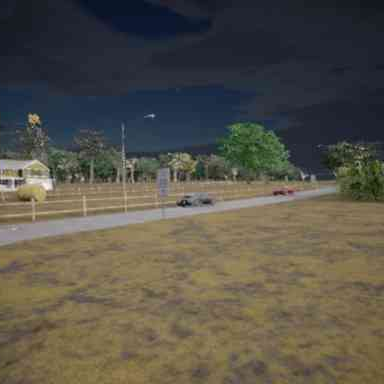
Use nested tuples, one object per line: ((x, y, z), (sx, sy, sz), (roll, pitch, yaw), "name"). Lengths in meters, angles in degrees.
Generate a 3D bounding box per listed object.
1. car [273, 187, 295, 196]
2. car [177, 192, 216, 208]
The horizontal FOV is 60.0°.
((13.589, -0.094, 49.044), (1.895, 1.301, 4.718), (-1, 2, 36), "car")
((0.470, 0.681, 30.809), (1.994, 1.385, 4.181), (-1, 1, 36), "car")
